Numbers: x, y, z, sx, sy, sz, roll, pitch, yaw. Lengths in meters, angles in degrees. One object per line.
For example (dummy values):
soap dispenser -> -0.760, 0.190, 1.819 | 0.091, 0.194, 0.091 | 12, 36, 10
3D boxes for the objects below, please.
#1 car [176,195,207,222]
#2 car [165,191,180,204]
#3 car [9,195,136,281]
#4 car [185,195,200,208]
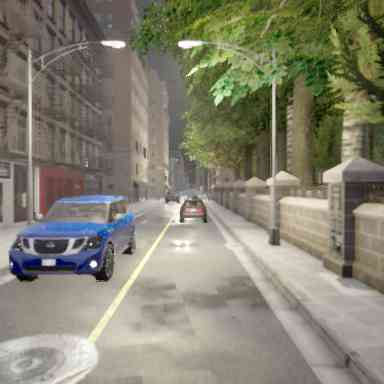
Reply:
car -> 0.100, 1.246, 24.417 | 2.033, 1.649, 4.856 | 0, 1, 0
car -> -3.042, 0.822, 52.825 | 2.150, 2.045, 5.566 | 0, 0, 1
car -> -3.097, 1.144, 9.940 | 2.150, 2.045, 5.566 | 0, 1, 0
car -> 0.082, 1.170, 44.229 | 1.837, 1.490, 4.892 | 0, 1, 0
